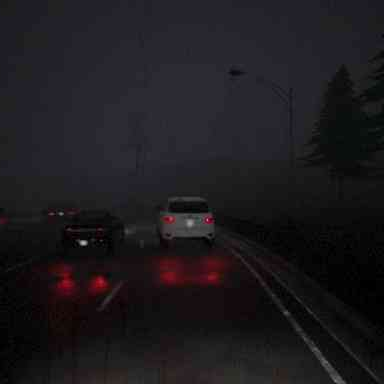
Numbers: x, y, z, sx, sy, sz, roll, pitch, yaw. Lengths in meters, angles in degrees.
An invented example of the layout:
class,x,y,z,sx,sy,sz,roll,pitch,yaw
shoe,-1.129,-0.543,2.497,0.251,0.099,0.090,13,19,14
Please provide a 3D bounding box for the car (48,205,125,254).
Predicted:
class,x,y,z,sx,sy,sz,roll,pitch,yaw
car,-3.862,1.488,13.474,2.128,1.511,4.902,0,0,-6

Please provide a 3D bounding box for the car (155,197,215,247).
class,x,y,z,sx,sy,sz,roll,pitch,yaw
car,-0.434,1.219,15.130,2.150,2.045,5.566,1,0,-8

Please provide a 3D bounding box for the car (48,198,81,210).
class,x,y,z,sx,sy,sz,roll,pitch,yaw
car,-16.841,1.513,43.817,4.674,1.442,1.812,0,-1,38

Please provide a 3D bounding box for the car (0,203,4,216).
class,x,y,z,sx,sy,sz,roll,pitch,yaw
car,-19.120,1.483,31.268,2.128,1.511,4.902,1,0,-41

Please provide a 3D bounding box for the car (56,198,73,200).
class,x,y,z,sx,sy,sz,roll,pitch,yaw
car,-14.354,1.467,36.695,1.882,1.535,5.008,2,-1,-44

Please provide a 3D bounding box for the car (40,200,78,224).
class,x,y,z,sx,sy,sz,roll,pitch,yaw
car,-10.210,1.540,24.931,2.033,1.411,5.357,0,0,-30
